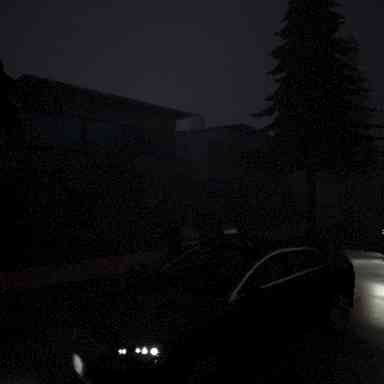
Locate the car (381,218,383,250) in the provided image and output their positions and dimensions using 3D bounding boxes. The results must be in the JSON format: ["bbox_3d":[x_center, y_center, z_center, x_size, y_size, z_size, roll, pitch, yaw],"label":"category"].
[{"bbox_3d":[9.031,1.424,13.422,1.882,1.535,5.008,0,0,39],"label":"car"}]

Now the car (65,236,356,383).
[{"bbox_3d":[0.695,1.491,5.005,4.902,1.511,2.128,0,0,-41],"label":"car"}]
